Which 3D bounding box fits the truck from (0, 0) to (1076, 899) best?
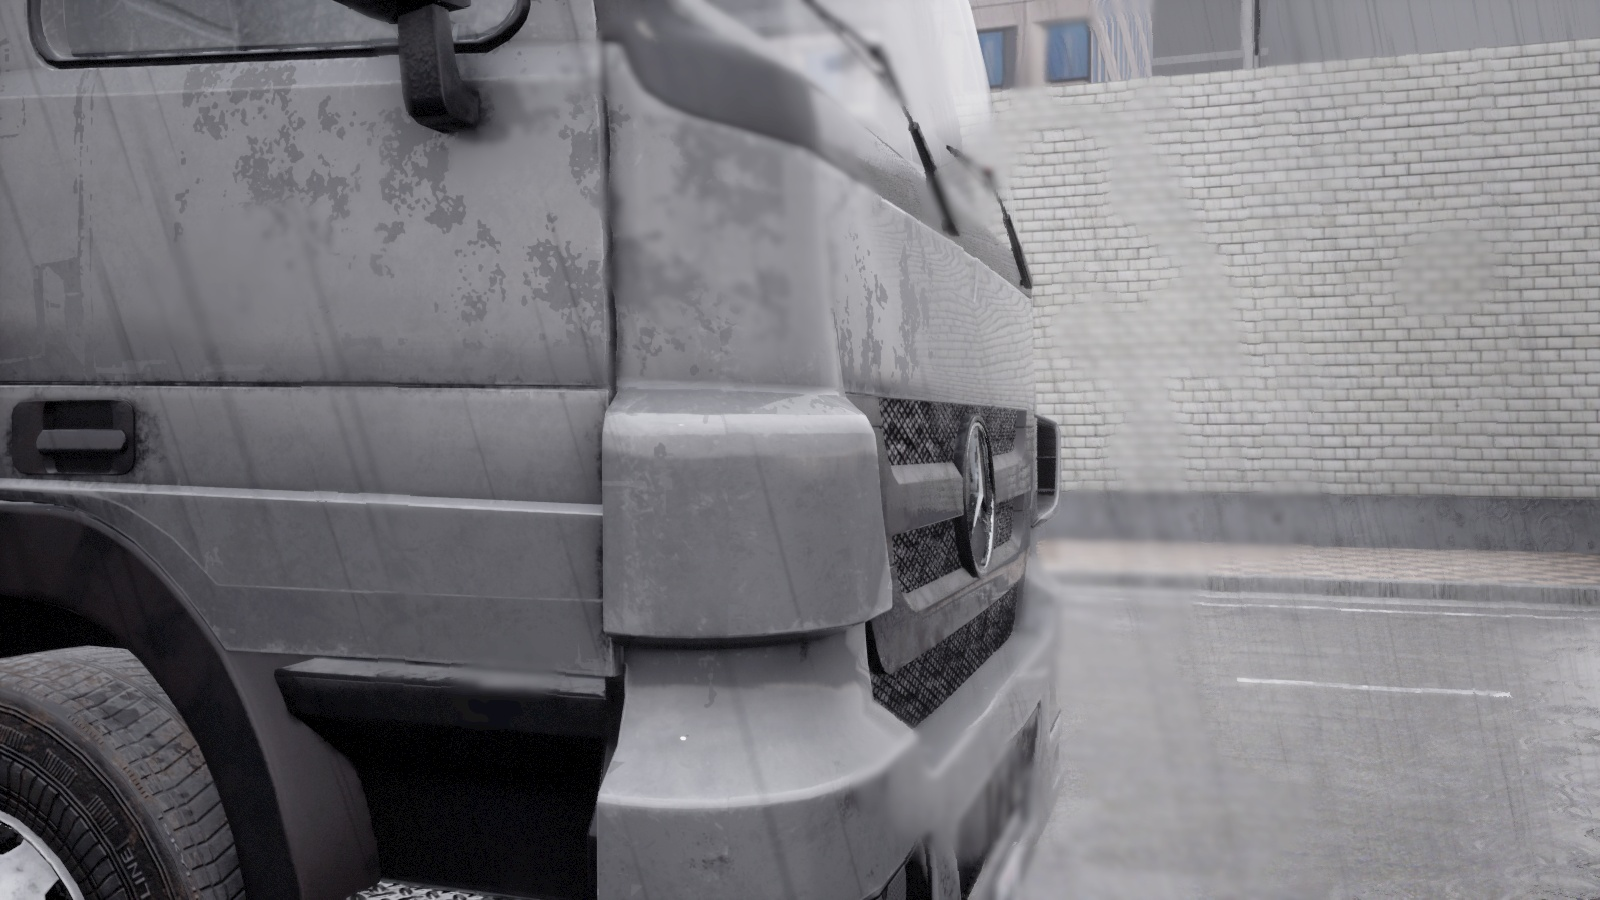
[{"bbox_3d":[-3.267,-0.236,4.278,7.936,3.462,2.891,1,1,19],"label":"truck"}]
